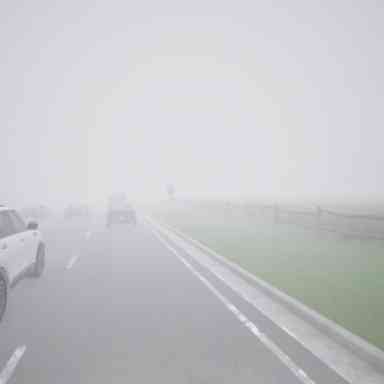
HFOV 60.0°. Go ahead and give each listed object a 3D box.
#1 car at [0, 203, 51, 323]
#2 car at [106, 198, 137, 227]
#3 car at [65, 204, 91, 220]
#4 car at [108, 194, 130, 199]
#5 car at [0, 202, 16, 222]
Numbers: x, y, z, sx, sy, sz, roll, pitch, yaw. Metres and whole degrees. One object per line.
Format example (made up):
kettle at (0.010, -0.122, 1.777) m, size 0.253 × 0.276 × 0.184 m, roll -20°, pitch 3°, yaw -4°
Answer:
car at (-4.713, 1.290, 7.007) m, size 2.150 × 2.045 × 5.566 m, roll -1°, pitch 0°, yaw -13°
car at (-4.896, 1.473, 23.015) m, size 1.882 × 1.535 × 5.008 m, roll -1°, pitch 0°, yaw -13°
car at (-10.024, 1.678, 29.550) m, size 1.895 × 1.301 × 4.718 m, roll -1°, pitch 0°, yaw -13°
car at (-9.065, 1.224, 40.661) m, size 2.150 × 2.045 × 5.566 m, roll -1°, pitch 0°, yaw -13°
car at (-17.097, 1.740, 29.038) m, size 1.837 × 1.490 × 4.892 m, roll -1°, pitch 0°, yaw -13°
